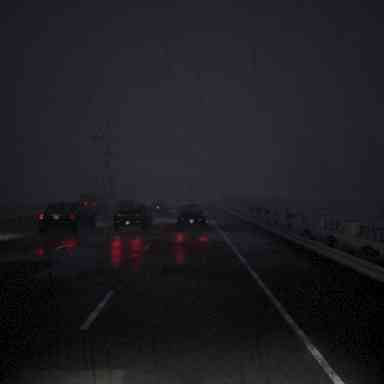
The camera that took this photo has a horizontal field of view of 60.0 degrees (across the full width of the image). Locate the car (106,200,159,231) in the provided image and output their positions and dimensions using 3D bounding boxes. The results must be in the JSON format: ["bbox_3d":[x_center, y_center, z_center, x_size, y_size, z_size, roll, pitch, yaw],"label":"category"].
[{"bbox_3d":[-3.533,1.476,20.598,2.128,1.511,4.902,0,0,0],"label":"car"}]

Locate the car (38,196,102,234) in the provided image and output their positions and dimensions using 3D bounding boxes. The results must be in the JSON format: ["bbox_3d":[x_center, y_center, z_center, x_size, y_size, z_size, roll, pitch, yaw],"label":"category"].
[{"bbox_3d":[-7.025,1.336,19.306,2.097,1.767,4.553,0,0,0],"label":"car"}]

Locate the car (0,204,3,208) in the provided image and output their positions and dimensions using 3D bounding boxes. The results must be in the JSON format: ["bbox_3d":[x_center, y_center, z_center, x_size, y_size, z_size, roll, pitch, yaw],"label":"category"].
[{"bbox_3d":[-21.317,1.600,34.286,1.994,1.385,4.181,0,-1,0],"label":"car"}]

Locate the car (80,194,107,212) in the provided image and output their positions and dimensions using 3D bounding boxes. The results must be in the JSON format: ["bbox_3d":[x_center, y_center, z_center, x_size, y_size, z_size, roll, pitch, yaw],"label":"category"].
[{"bbox_3d":[-10.636,1.270,35.902,2.150,2.045,5.566,0,-1,0],"label":"car"}]

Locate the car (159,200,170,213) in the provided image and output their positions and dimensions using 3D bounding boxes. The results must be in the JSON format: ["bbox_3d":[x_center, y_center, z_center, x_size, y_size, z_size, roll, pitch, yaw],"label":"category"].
[{"bbox_3d":[-3.646,1.627,37.461,1.994,1.385,4.181,0,-1,0],"label":"car"}]

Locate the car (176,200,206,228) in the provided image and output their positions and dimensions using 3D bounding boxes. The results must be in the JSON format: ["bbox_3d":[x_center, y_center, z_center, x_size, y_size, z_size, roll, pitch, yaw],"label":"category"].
[{"bbox_3d":[-0.043,1.510,21.655,1.812,1.442,4.674,0,0,0],"label":"car"}]
